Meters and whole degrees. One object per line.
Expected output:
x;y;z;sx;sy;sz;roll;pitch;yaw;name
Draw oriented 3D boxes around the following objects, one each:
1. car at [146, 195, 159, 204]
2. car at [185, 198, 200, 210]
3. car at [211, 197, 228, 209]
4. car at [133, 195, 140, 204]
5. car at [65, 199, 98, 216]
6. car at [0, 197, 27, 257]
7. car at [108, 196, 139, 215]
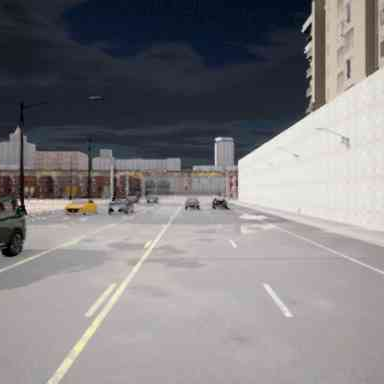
-6.956;1.368;59.289;2.128;1.511;4.902;0;0;0;car
0.051;1.458;41.591;2.033;1.411;5.357;0;0;0;car
3.574;1.399;43.512;2.128;1.511;4.902;0;0;1;car
-10.456;1.397;59.288;1.837;1.490;4.892;0;0;0;car
-10.492;1.406;31.849;1.882;1.535;5.008;0;0;0;car
-7.094;1.198;9.907;2.150;2.045;5.566;0;0;0;car
-6.981;1.420;33.028;2.128;1.511;4.902;0;0;0;car
